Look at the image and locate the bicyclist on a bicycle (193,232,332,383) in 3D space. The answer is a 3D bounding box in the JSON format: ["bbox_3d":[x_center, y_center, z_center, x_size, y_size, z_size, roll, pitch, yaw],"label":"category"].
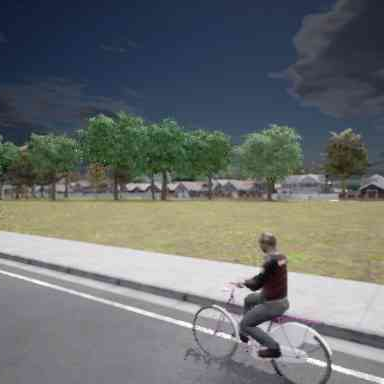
[{"bbox_3d":[0.748,1.370,4.126,1.843,1.776,0.659,0,0,36],"label":"bicyclist on a bicycle"}]
